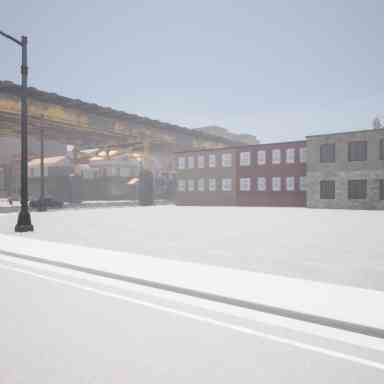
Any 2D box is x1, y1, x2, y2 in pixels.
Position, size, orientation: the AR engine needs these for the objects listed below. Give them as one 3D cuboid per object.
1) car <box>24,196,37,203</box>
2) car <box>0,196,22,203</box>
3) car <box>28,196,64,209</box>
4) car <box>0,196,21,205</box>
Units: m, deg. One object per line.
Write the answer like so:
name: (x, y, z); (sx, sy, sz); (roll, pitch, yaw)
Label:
car: (-29.064, 1.295, 59.918); (1.853, 1.218, 4.536); (0, 0, -23)
car: (-32.619, 1.295, 58.653); (4.536, 1.218, 1.853); (0, 0, 7)
car: (-19.743, 1.525, 45.238); (1.812, 1.442, 4.674); (0, 0, 33)
car: (-32.568, 1.452, 58.647); (4.974, 1.542, 2.038); (0, 0, 7)
